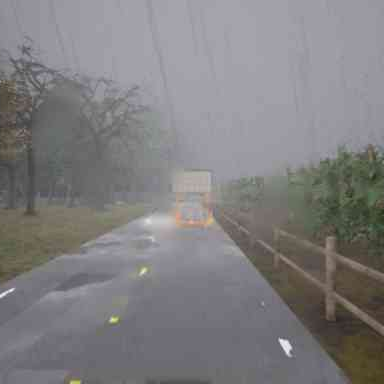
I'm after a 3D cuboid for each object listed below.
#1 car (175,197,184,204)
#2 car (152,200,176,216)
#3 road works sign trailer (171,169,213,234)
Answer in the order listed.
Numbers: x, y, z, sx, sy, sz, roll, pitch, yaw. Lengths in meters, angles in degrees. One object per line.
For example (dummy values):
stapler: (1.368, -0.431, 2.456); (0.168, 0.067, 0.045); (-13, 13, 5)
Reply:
car: (-2.725, 1.855, 74.445); (2.033, 1.411, 5.357); (0, -1, 0)
car: (-2.836, 1.655, 32.825); (1.895, 1.301, 4.718); (0, 0, 0)
road works sign trailer: (0.007, 0.471, 19.271); (2.380, 3.560, 2.880); (0, 0, 0)
